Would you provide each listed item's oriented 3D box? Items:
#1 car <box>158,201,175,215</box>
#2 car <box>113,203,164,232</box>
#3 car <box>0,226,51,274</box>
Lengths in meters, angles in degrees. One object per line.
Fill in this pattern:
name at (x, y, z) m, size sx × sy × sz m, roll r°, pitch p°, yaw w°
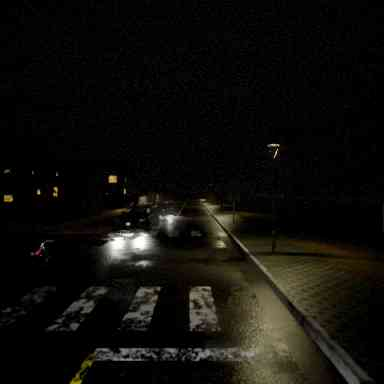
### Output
car at (-2.719, 1.557, 33.203) m, size 1.994 × 1.385 × 4.181 m, roll 0°, pitch 0°, yaw 0°
car at (-3.228, 1.561, 19.967) m, size 1.994 × 1.385 × 4.181 m, roll 0°, pitch 0°, yaw 7°
car at (-6.514, 1.370, 8.488) m, size 5.357 × 1.411 × 2.033 m, roll 5°, pitch 0°, yaw -16°
